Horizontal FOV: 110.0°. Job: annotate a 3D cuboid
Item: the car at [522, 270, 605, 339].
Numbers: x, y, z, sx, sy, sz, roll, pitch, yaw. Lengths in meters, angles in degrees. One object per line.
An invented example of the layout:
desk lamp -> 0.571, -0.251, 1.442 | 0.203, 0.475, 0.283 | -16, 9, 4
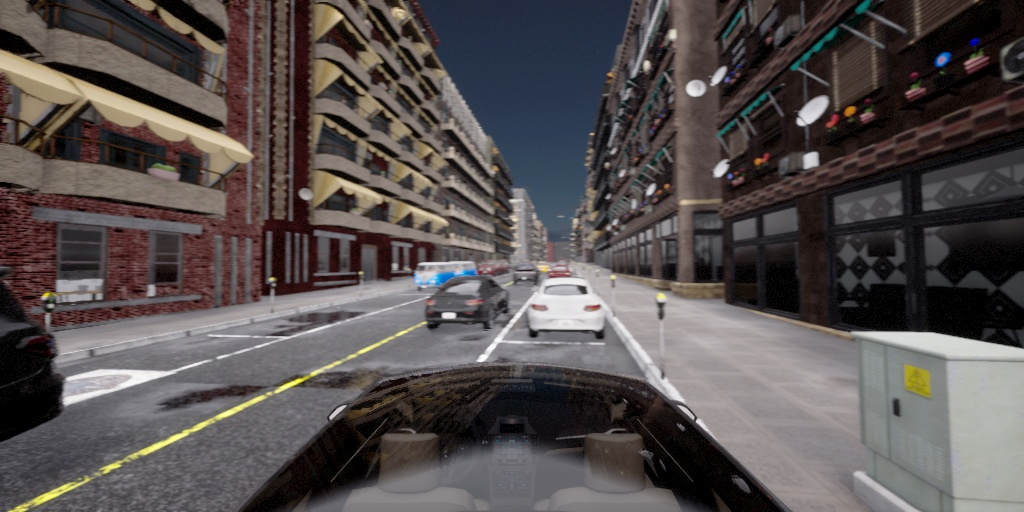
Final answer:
car -> 1.516, 1.302, 10.081 | 1.812, 1.442, 4.674 | -1, 0, 9

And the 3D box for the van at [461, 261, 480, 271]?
van -> -4.082, 1.321, 28.755 | 1.690, 1.789, 3.998 | 0, 0, 9

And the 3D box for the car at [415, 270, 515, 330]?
car -> -1.251, 1.351, 11.354 | 1.812, 1.442, 4.674 | -1, 0, 9

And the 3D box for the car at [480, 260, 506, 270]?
car -> -2.429, 1.352, 39.691 | 2.192, 1.841, 5.009 | 0, 0, 9

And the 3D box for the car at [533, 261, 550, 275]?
car -> 3.834, 1.449, 45.642 | 1.801, 1.575, 5.366 | -1, 0, 9

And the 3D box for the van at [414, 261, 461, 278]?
van -> -4.909, 1.295, 23.286 | 1.690, 1.789, 3.998 | 0, 0, 9

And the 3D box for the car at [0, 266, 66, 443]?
car -> -5.771, 1.053, 1.209 | 2.150, 2.045, 5.566 | -1, 0, 9

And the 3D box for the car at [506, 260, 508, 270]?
car -> -1.602, 1.382, 45.159 | 2.192, 1.841, 5.009 | 0, 0, 9

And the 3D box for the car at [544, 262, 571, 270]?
car -> 3.702, 1.404, 27.517 | 1.888, 1.381, 4.507 | 0, 0, 9

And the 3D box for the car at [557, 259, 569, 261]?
car -> 5.363, 1.355, 38.453 | 1.967, 1.591, 4.097 | 0, 0, 9

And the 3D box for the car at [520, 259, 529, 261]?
car -> 1.453, 1.562, 48.313 | 1.837, 1.490, 4.892 | -1, -1, 9

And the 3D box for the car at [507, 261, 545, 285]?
car -> 1.238, 1.388, 27.804 | 2.128, 1.511, 4.902 | -1, 0, 9
